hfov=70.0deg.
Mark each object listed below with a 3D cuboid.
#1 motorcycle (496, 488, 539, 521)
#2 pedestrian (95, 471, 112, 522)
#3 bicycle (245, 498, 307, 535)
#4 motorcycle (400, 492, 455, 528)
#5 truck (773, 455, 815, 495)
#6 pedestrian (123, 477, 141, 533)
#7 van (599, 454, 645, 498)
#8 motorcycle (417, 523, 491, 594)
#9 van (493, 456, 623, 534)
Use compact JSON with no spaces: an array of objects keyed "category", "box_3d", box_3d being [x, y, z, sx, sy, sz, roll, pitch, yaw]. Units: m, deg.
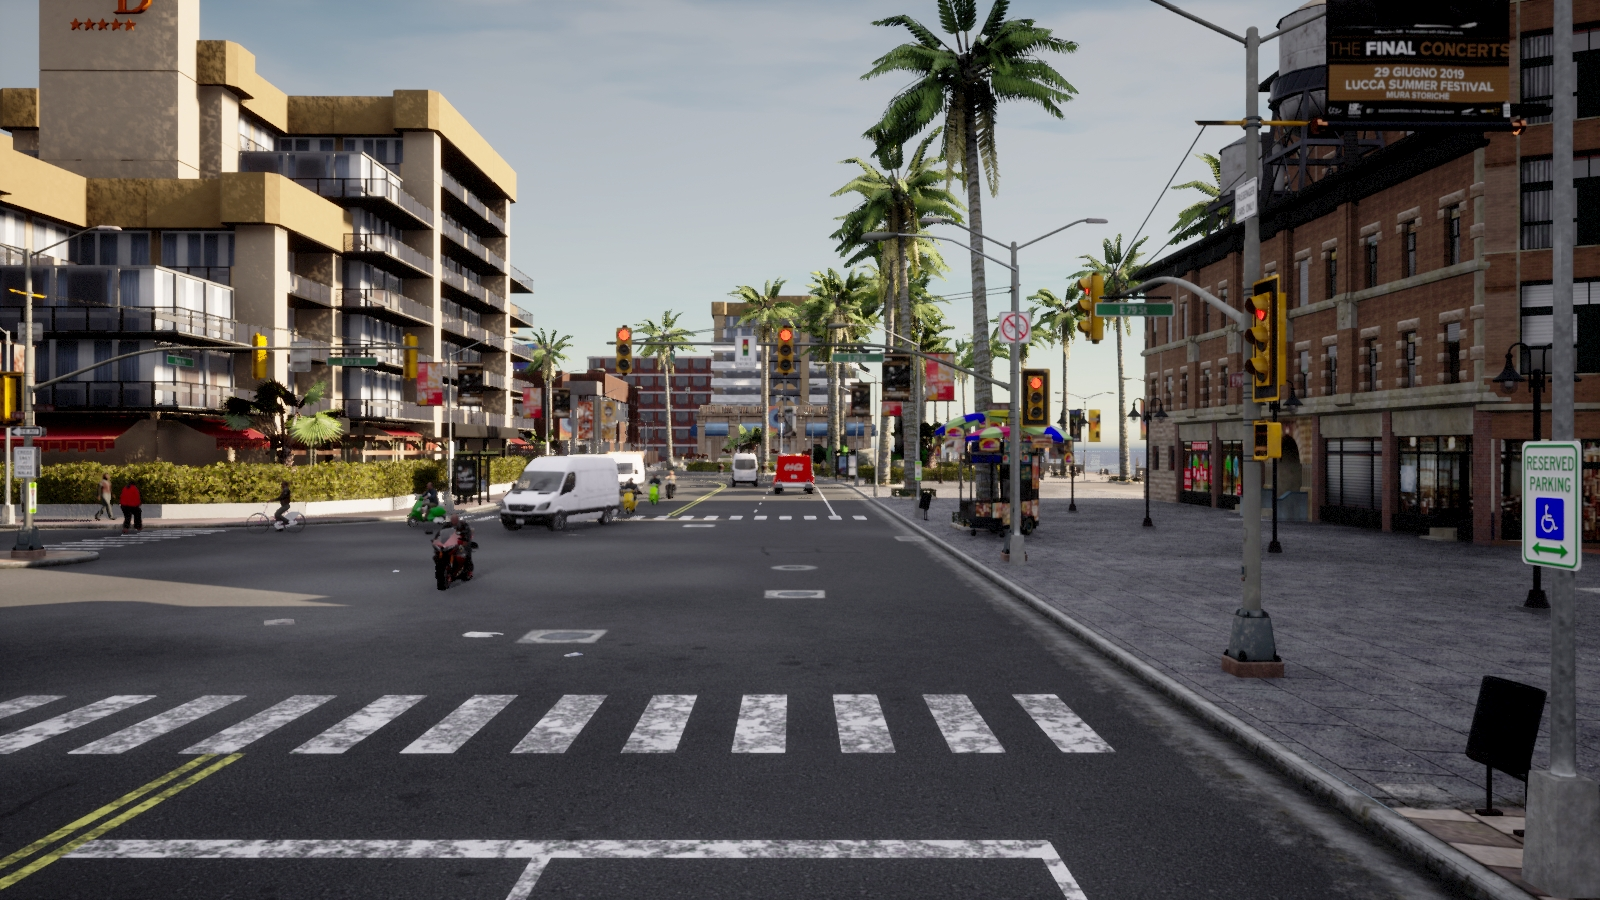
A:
[{"category":"motorcycle","box_3d":[-11.452,2.205,46.447,0.867,1.251,2.209,0,0,10]},{"category":"pedestrian","box_3d":[-25.692,1.696,42.141,0.375,1.860,0.375,0,0,15]},{"category":"bicycle","box_3d":[-17.474,2.210,38.135,1.835,1.171,0.329,0,0,-36]},{"category":"motorcycle","box_3d":[-13.597,2.182,41.722,0.856,1.236,1.805,0,0,31]},{"category":"truck","box_3d":[-0.435,1.568,74.702,2.627,2.467,5.204,0,0,-1]},{"category":"pedestrian","box_3d":[-22.431,1.848,38.354,0.375,1.860,0.375,0,0,-1]},{"category":"van","box_3d":[-10.895,1.534,70.433,1.988,2.561,5.915,0,0,-1]},{"category":"motorcycle","box_3d":[-7.111,2.205,23.592,0.867,1.251,2.209,0,0,0]},{"category":"van","box_3d":[-8.605,1.534,41.373,1.988,2.561,5.915,1,0,17]}]
